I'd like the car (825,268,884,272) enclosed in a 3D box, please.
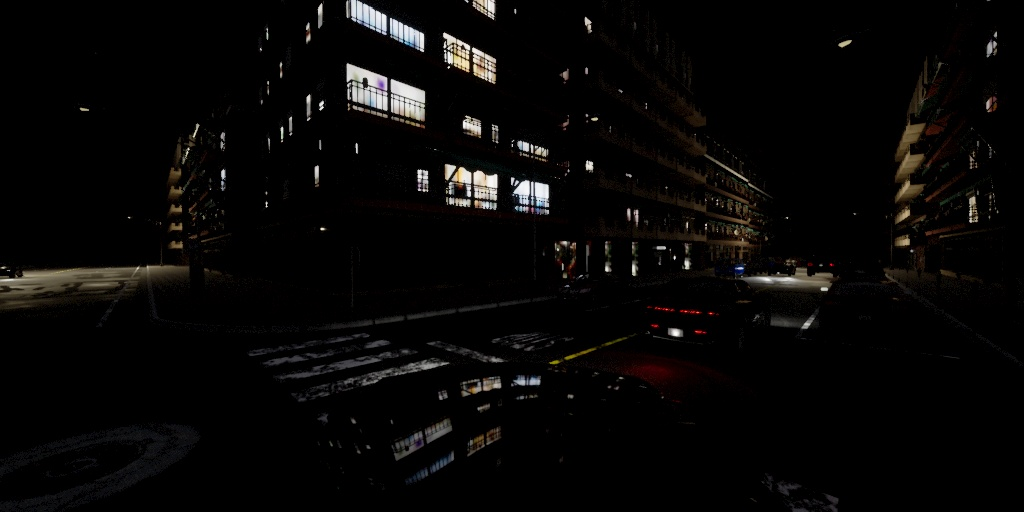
[{"bbox_3d":[13.390,1.307,13.681,1.948,1.339,4.313,0,0,44],"label":"car"}]

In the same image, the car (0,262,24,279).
[{"bbox_3d":[-45.468,1.273,31.918,4.674,1.442,1.812,0,1,44],"label":"car"}]

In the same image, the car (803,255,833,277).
[{"bbox_3d":[30.323,0.949,34.891,2.150,2.045,5.566,0,0,45],"label":"car"}]

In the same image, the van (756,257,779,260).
[{"bbox_3d":[31.039,1.061,43.937,1.690,1.789,3.998,0,0,44],"label":"van"}]

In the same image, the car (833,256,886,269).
[{"bbox_3d":[21.268,1.051,21.819,2.192,1.841,5.009,0,0,44],"label":"car"}]

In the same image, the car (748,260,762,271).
[{"bbox_3d":[23.171,1.306,35.787,1.802,1.307,4.207,0,0,44],"label":"car"}]

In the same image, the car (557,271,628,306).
[{"bbox_3d":[3.693,1.319,15.665,1.802,1.307,4.207,0,0,44],"label":"car"}]

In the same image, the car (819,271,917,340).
[{"bbox_3d":[9.689,1.290,9.857,1.888,1.381,4.507,0,0,44],"label":"car"}]

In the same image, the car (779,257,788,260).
[{"bbox_3d":[34.958,1.034,48.025,2.192,1.841,5.009,0,0,44],"label":"car"}]

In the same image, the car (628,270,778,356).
[{"bbox_3d":[4.891,1.249,8.765,1.837,1.490,4.892,0,0,44],"label":"car"}]

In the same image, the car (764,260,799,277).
[{"bbox_3d":[27.197,1.326,36.123,1.895,1.301,4.718,0,0,44],"label":"car"}]

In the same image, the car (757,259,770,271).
[{"bbox_3d":[27.108,1.304,39.858,1.802,1.307,4.207,0,0,44],"label":"car"}]

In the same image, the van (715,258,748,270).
[{"bbox_3d":[19.232,1.067,31.717,1.690,1.789,3.998,0,0,44],"label":"van"}]
